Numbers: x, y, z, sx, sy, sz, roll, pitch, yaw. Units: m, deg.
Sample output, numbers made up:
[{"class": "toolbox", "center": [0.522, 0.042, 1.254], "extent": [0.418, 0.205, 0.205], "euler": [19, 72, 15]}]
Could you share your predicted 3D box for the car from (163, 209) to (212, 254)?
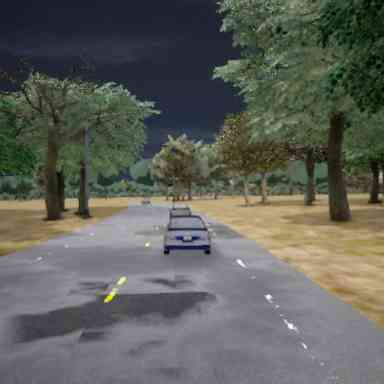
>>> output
[{"class": "car", "center": [-0.235, 1.676, 14.103], "extent": [2.033, 1.411, 5.357], "euler": [0, 0, -2]}]

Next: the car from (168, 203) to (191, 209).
[{"class": "car", "center": [-1.059, 1.752, 29.453], "extent": [2.128, 1.511, 4.902], "euler": [0, 0, -4]}]

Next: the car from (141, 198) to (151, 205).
[{"class": "car", "center": [-9.872, 2.074, 71.060], "extent": [1.837, 1.490, 4.892], "euler": [0, 0, -10]}]
